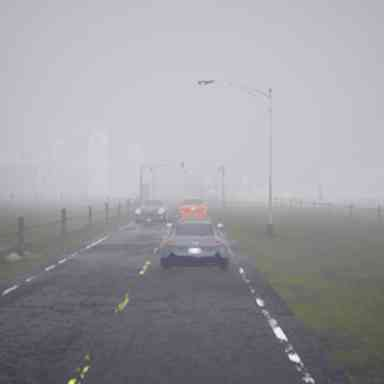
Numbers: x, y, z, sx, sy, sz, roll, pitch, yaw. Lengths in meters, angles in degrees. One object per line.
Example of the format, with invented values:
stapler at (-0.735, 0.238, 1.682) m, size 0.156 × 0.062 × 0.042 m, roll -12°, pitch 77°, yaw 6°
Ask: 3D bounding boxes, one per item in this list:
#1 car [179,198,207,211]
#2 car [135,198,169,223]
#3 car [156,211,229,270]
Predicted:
car at (0.091, 1.255, 26.316) m, size 2.097 × 1.767 × 4.553 m, roll 0°, pitch 0°, yaw 0°
car at (-2.840, 1.262, 24.281) m, size 2.097 × 1.767 × 4.553 m, roll 0°, pitch 0°, yaw 0°
car at (0.087, 1.523, 10.876) m, size 1.994 × 1.385 × 4.181 m, roll 0°, pitch 0°, yaw 0°
